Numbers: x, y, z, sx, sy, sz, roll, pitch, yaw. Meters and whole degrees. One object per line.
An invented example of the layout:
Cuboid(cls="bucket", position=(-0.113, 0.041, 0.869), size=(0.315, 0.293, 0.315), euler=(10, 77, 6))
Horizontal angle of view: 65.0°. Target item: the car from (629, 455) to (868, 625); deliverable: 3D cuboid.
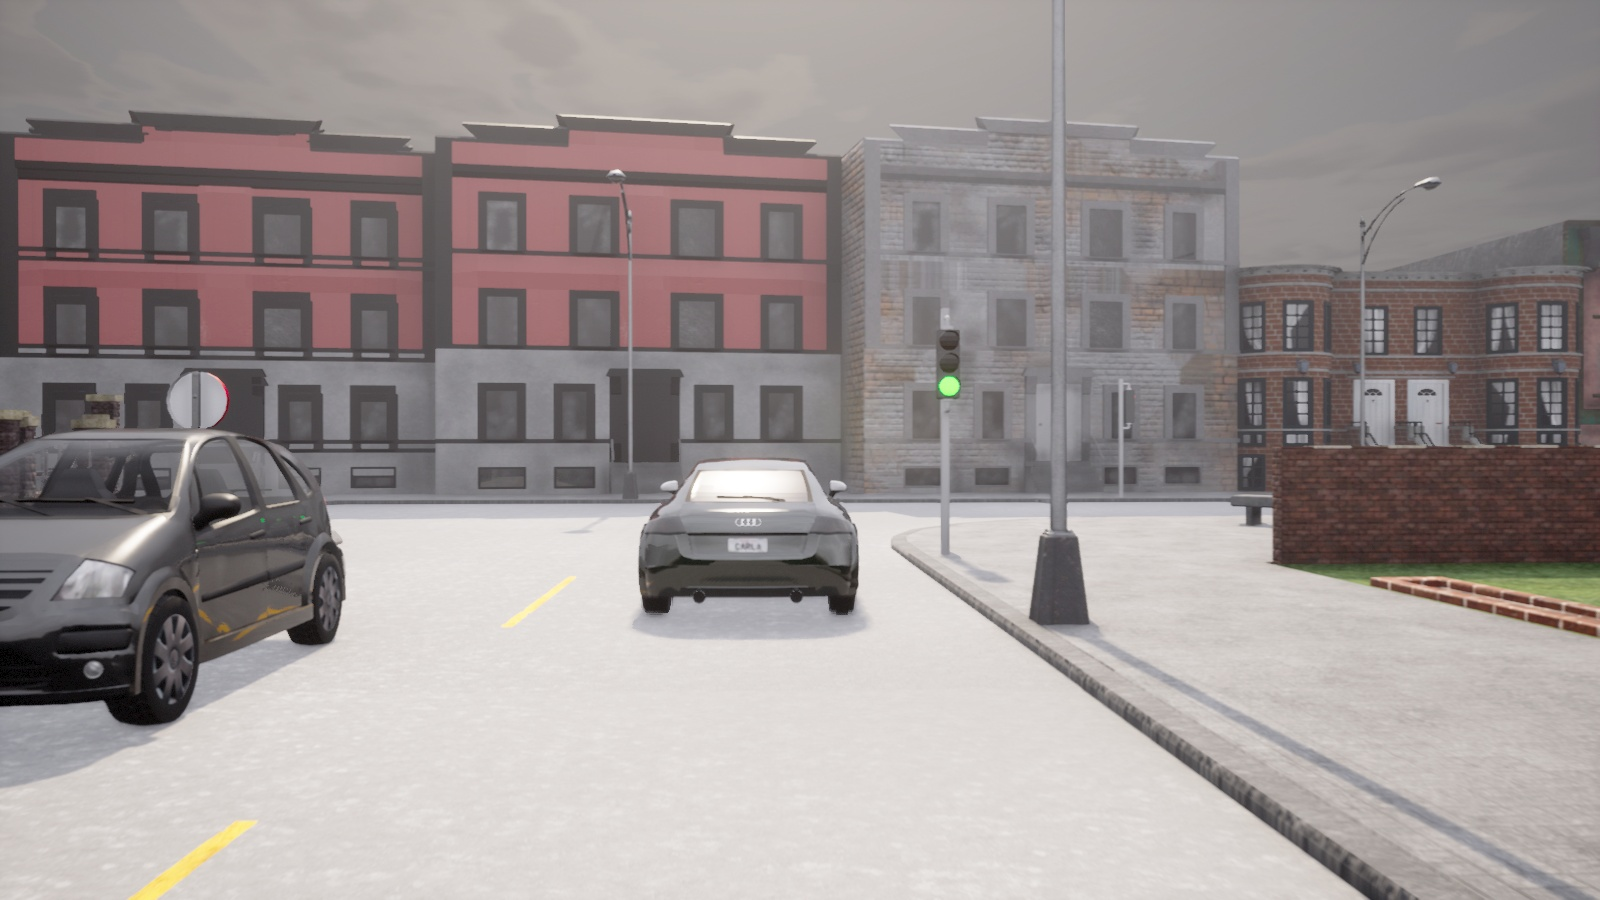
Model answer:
Cuboid(cls="car", position=(-0.462, 0.760, 12.598), size=(1.994, 1.385, 4.181), euler=(0, 0, -1))

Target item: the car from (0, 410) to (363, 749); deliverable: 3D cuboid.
Cuboid(cls="car", position=(-4.283, 0.611, 7.961), size=(1.851, 1.617, 3.988), euler=(0, 0, -3))
